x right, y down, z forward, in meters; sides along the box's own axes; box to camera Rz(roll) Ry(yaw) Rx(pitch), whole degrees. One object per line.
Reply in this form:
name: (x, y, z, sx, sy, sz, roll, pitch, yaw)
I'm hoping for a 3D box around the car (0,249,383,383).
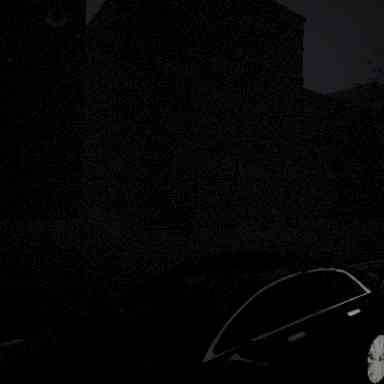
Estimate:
car: (0.476, 1.507, 3.715, 4.892, 1.490, 1.837, 0, 0, -35)
